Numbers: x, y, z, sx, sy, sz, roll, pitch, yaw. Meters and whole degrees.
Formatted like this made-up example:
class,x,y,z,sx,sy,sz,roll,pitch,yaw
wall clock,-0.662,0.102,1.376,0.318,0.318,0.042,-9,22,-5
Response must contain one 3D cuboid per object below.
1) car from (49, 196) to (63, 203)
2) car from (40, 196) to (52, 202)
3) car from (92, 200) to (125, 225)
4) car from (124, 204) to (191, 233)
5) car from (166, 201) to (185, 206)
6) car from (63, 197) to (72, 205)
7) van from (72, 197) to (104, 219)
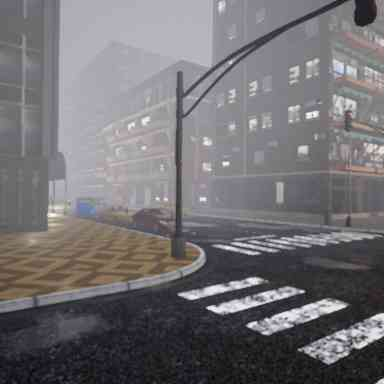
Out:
class,x,y,z,sx,sy,sz,roll,pitch,yaw
car,-28.306,1.485,70.429,1.967,1.590,4.097,1,0,-36
car,-35.006,1.577,79.770,1.752,1.417,4.829,1,0,-36
car,-5.308,1.524,23.986,1.752,1.417,4.829,1,0,-36
car,-2.107,1.591,19.522,1.802,1.307,4.206,1,0,-36
car,-1.999,1.611,33.749,1.752,1.417,4.829,1,0,-36
car,-21.804,1.571,61.362,1.752,1.417,4.829,1,0,-36
van,-8.707,1.331,28.728,1.690,1.788,3.998,1,0,-36
